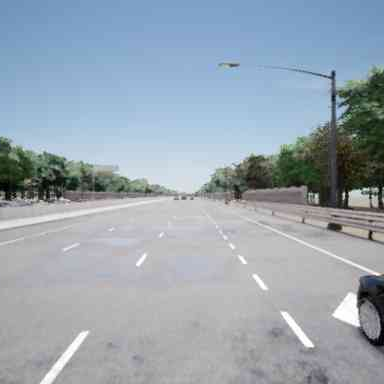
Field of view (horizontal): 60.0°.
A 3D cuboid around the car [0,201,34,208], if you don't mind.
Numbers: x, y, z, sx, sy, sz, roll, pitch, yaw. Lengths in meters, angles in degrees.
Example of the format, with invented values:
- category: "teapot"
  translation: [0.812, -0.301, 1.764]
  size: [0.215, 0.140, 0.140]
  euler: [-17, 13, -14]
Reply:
- category: "car"
  translation: [-21.060, 1.875, 40.487]
  size: [2.128, 1.511, 4.902]
  euler: [0, -1, 0]

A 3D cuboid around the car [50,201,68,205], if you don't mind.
- category: "car"
  translation: [-17.552, 1.942, 43.948]
  size: [1.812, 1.442, 4.674]
  euler: [0, -1, 0]

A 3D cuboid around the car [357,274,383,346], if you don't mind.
- category: "car"
  translation: [3.603, 1.509, 3.420]
  size: [1.882, 1.535, 5.008]
  euler: [0, 0, 0]
